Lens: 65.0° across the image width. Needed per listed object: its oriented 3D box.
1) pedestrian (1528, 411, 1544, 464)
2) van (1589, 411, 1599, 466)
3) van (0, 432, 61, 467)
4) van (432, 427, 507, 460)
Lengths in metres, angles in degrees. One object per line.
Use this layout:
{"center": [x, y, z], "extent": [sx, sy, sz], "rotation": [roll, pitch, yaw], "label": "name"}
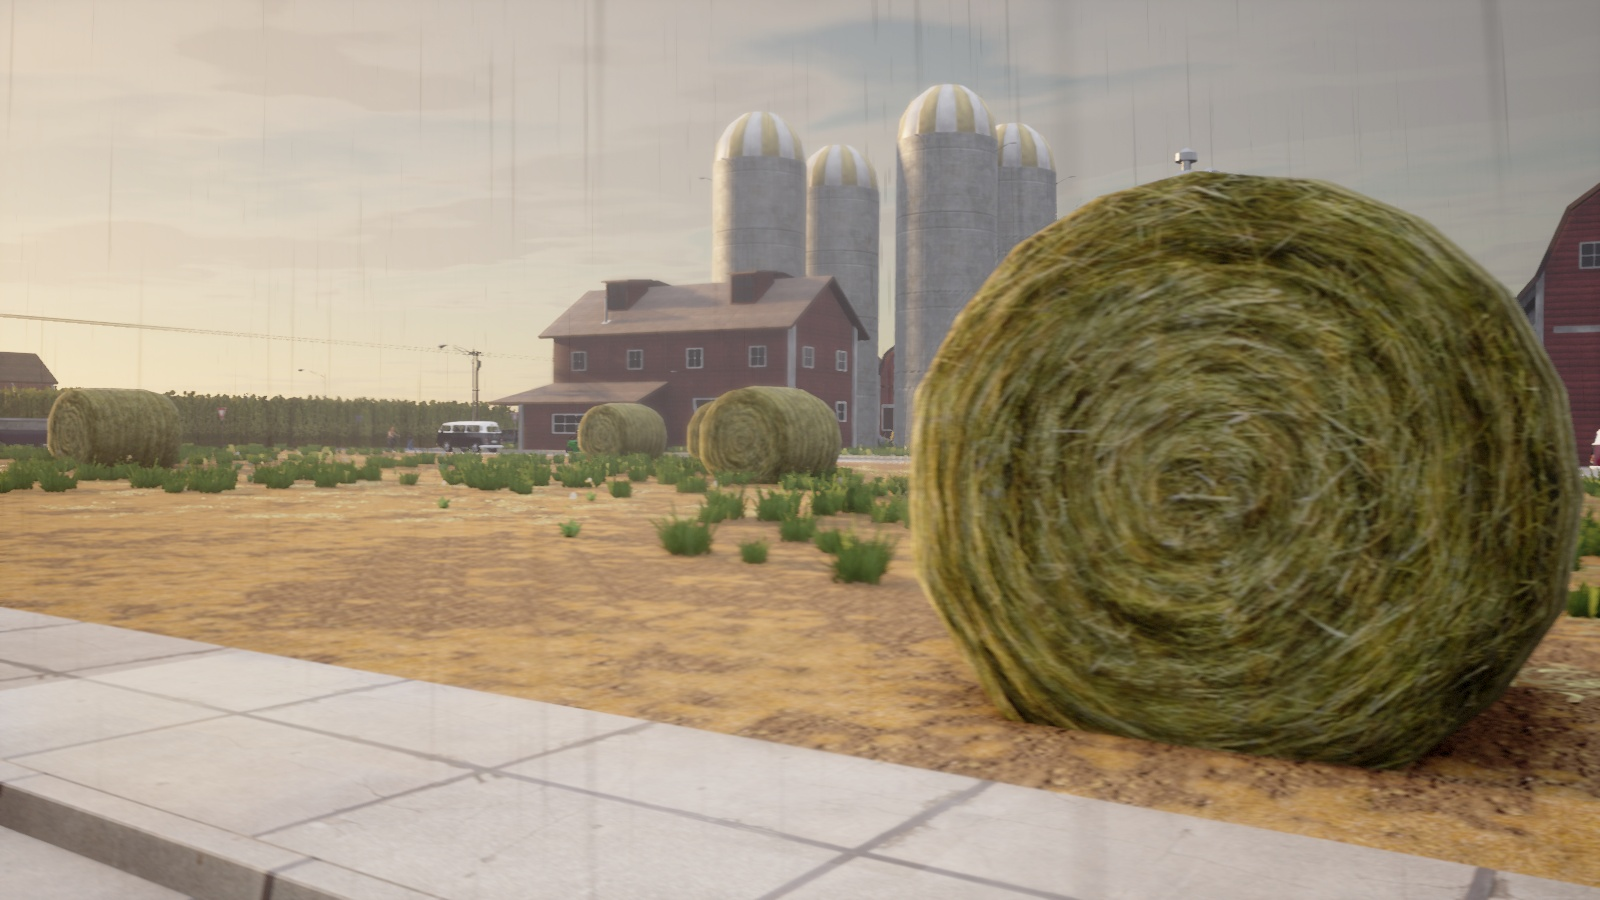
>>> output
{"center": [26.032, -0.441, 44.441], "extent": [0.354, 1.836, 0.706], "rotation": [0, 1, 42], "label": "pedestrian"}
{"center": [31.956, -0.466, 46.559], "extent": [4.480, 2.038, 2.069], "rotation": [0, 1, 30], "label": "van"}
{"center": [-45.558, -0.061, 72.729], "extent": [1.775, 1.987, 4.442], "rotation": [0, 1, 31], "label": "van"}
{"center": [-21.348, -0.448, 81.141], "extent": [4.480, 2.038, 2.069], "rotation": [0, 1, 30], "label": "van"}
